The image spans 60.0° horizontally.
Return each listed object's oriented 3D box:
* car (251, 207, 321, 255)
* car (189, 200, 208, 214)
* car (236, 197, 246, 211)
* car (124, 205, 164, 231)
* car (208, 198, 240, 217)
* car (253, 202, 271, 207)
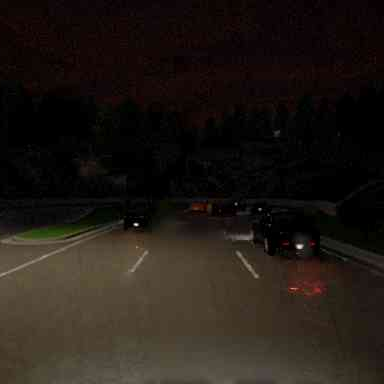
[{"bbox_3d":[3.649,1.575,13.577,1.837,1.490,4.892,0,0,1],"label":"car"},{"bbox_3d":[1.094,1.676,38.840,1.882,1.535,5.008,0,0,16],"label":"car"},{"bbox_3d":[6.003,1.576,43.992,2.097,1.767,4.553,0,0,12],"label":"car"},{"bbox_3d":[-3.001,1.614,21.422,1.837,1.490,4.892,0,0,4],"label":"car"},{"bbox_3d":[3.335,1.651,33.837,1.882,1.535,5.008,0,0,16],"label":"car"},{"bbox_3d":[7.536,1.747,35.898,1.994,1.385,4.181,0,0,16],"label":"car"}]
